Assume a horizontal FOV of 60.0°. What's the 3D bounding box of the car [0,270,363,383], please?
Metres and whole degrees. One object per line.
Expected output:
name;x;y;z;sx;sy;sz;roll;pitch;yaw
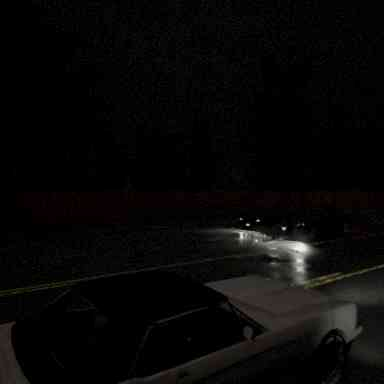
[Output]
car;-0.167;1.595;3.629;4.718;1.301;1.895;0;0;-36

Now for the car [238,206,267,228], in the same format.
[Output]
car;5.382;1.499;20.732;5.357;1.411;2.033;0;0;-36

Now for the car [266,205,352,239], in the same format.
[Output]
car;6.312;1.460;17.094;4.892;1.490;1.837;0;0;-36
